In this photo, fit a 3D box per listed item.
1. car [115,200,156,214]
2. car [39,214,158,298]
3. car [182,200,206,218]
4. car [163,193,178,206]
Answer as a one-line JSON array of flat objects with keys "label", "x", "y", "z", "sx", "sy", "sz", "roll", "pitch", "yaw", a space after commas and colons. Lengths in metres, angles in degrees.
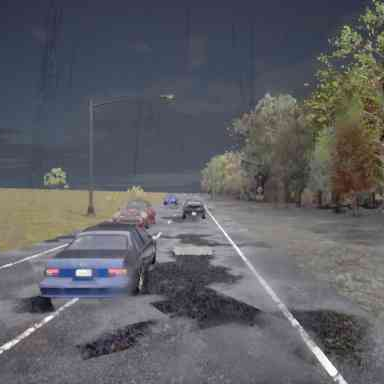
[{"label": "car", "x": -3.572, "y": 1.349, "z": 21.304, "sx": 2.097, "sy": 1.767, "sz": 4.553, "roll": 0, "pitch": 0, "yaw": 1}, {"label": "car", "x": -2.030, "y": 1.547, "z": 8.695, "sx": 2.033, "sy": 1.411, "sz": 5.357, "roll": 0, "pitch": 0, "yaw": 0}, {"label": "car", "x": 0.170, "y": 1.501, "z": 29.579, "sx": 1.837, "sy": 1.490, "sz": 4.892, "roll": 0, "pitch": 0, "yaw": 0}, {"label": "car", "x": -3.460, "y": 1.204, "z": 54.550, "sx": 2.150, "sy": 2.045, "sz": 5.566, "roll": 0, "pitch": 0, "yaw": 0}]
